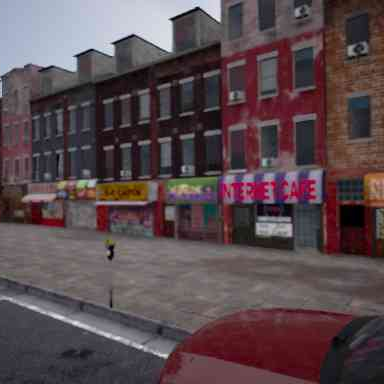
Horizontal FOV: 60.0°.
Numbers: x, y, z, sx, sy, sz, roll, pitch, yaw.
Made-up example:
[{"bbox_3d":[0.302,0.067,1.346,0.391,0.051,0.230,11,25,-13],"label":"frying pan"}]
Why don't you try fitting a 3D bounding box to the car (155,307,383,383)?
[{"bbox_3d":[1.991,1.310,1.405,5.009,1.841,2.192,0,-1,36],"label":"car"}]
